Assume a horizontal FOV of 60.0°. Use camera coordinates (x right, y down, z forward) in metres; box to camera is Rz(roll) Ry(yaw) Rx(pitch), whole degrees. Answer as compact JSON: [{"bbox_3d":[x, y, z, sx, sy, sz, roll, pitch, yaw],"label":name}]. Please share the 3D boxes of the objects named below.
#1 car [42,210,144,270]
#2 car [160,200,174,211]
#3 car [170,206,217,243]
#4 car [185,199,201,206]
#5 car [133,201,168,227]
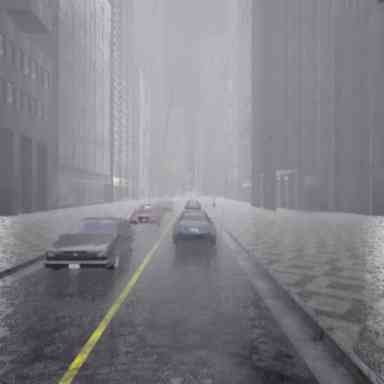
[{"bbox_3d":[-3.094,1.554,11.317,2.033,1.411,5.357,0,0,-1],"label":"car"},{"bbox_3d":[-2.984,1.576,37.497,2.033,1.411,5.357,0,0,0],"label":"car"},{"bbox_3d":[0.108,1.578,16.063,1.994,1.385,4.181,0,0,0],"label":"car"},{"bbox_3d":[0.125,1.600,41.334,1.994,1.385,4.181,0,0,0],"label":"car"},{"bbox_3d":[-3.026,1.580,22.988,1.994,1.385,4.181,0,0,1],"label":"car"}]
